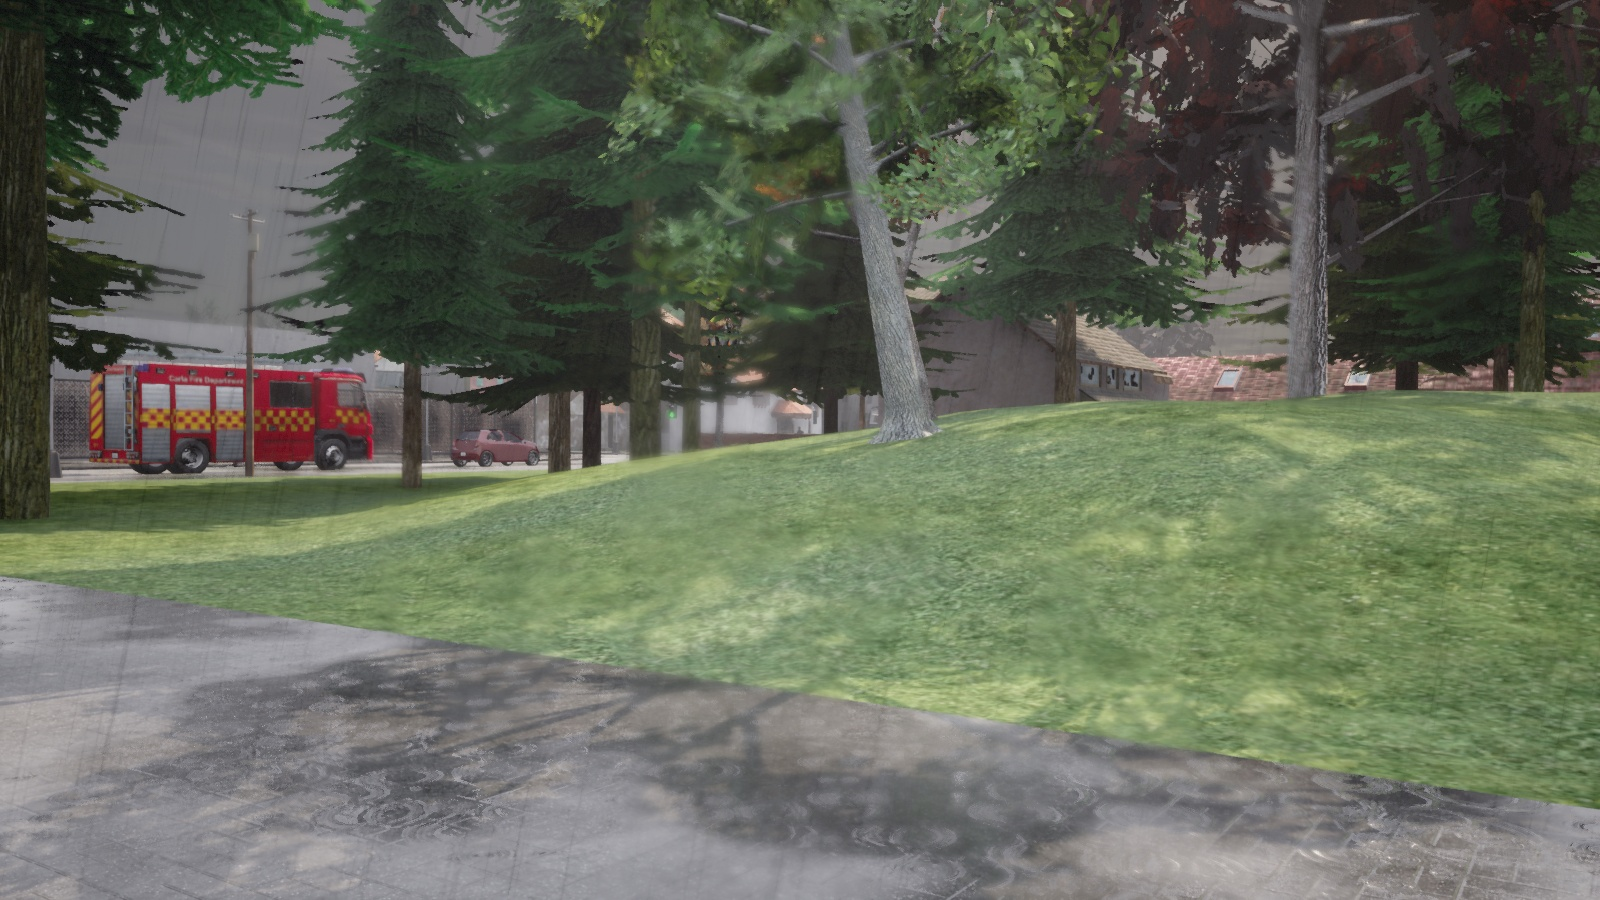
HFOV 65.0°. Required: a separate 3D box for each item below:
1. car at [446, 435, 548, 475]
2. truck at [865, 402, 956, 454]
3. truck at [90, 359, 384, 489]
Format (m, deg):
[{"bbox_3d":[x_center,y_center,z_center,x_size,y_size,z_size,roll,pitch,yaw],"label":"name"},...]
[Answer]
[{"bbox_3d":[-12.064,0.169,50.178,1.845,1.501,3.633,0,1,33],"label":"car"},{"bbox_3d":[7.773,-1.513,87.329,2.891,3.462,7.936,0,1,33],"label":"truck"},{"bbox_3d":[-18.100,-0.831,41.094,2.891,3.827,8.468,0,1,34],"label":"truck"}]
